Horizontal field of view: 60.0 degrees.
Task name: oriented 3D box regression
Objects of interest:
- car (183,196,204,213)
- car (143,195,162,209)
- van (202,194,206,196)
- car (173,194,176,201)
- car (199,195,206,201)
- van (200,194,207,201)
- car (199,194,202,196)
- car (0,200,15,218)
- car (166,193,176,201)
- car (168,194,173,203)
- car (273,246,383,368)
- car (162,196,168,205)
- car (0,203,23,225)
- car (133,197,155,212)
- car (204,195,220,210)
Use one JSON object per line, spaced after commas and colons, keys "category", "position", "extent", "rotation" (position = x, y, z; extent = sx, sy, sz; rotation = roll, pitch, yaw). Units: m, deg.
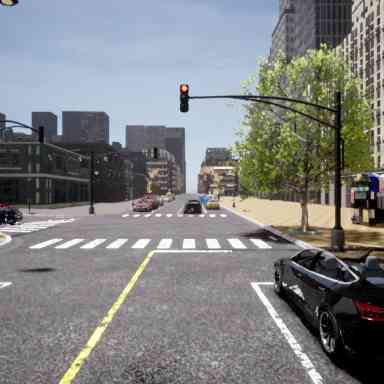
{"category": "car", "position": [0.089, 1.509, 37.231], "extent": [1.837, 1.490, 4.892], "rotation": [1, 0, 1]}
{"category": "car", "position": [-5.643, 1.318, 43.799], "extent": [2.192, 1.841, 5.009], "rotation": [0, 0, 0]}
{"category": "van", "position": [2.743, 1.345, 49.345], "extent": [1.690, 1.788, 3.998], "rotation": [0, 0, 0]}
{"category": "car", "position": [-5.607, 1.559, 82.656], "extent": [2.008, 1.369, 4.403], "rotation": [0, 0, 0]}
{"category": "car", "position": [2.780, 1.534, 88.371], "extent": [1.752, 1.417, 4.829], "rotation": [0, 0, 0]}
{"category": "van", "position": [2.776, 1.349, 82.651], "extent": [1.690, 1.788, 3.998], "rotation": [0, 0, 0]}
{"category": "car", "position": [2.752, 1.556, 60.447], "extent": [2.008, 1.369, 4.403], "rotation": [0, 0, 0]}
{"category": "car", "position": [-17.242, 1.371, 27.262], "extent": [4.507, 1.381, 1.887], "rotation": [1, -1, -1]}
{"category": "car", "position": [-5.600, 1.324, 88.207], "extent": [2.192, 1.841, 5.009], "rotation": [0, 0, 0]}
{"category": "car", "position": [-5.617, 1.532, 71.384], "extent": [1.752, 1.417, 4.829], "rotation": [0, 0, 0]}
{"category": "car", "position": [2.700, 1.566, 5.764], "extent": [1.947, 1.339, 4.313], "rotation": [0, 0, 0]}
{"category": "car", "position": [-5.633, 1.555, 54.901], "extent": [2.008, 1.369, 4.403], "rotation": [0, 0, 0]}
{"category": "car", "position": [-13.421, 1.348, 21.272], "extent": [4.892, 1.490, 1.837], "rotation": [1, 0, 3]}
{"category": "car", "position": [-5.649, 1.585, 38.248], "extent": [1.802, 1.307, 4.206], "rotation": [0, 0, 0]}
{"category": "car", "position": [2.737, 1.528, 43.963], "extent": [1.752, 1.417, 4.829], "rotation": [0, 0, 0]}
